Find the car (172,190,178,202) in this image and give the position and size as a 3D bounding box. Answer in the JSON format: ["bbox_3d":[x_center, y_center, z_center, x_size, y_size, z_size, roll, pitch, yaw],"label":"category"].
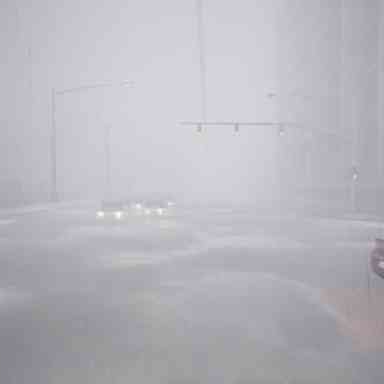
[{"bbox_3d":[-3.347,0.614,44.292,1.994,1.385,4.181,0,1,1],"label":"car"}]

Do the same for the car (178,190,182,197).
[{"bbox_3d":[-2.917,0.231,62.201,1.994,1.385,4.181,0,1,2],"label":"car"}]

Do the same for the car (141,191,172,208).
[{"bbox_3d":[-3.555,0.814,34.160,2.033,1.411,5.357,0,1,1],"label":"car"}]

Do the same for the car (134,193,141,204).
[{"bbox_3d":[-6.923,0.725,40.792,1.895,1.301,4.718,0,1,1],"label":"car"}]

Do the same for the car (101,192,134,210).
[{"bbox_3d":[-7.102,0.804,31.376,1.882,1.535,5.008,0,1,1],"label":"car"}]

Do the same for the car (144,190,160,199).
[{"bbox_3d":[-6.606,0.419,55.128,1.895,1.301,4.718,0,1,2],"label":"car"}]

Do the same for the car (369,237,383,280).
[{"bbox_3d":[6.365,1.336,6.763,5.008,1.535,1.882,0,1,1],"label":"car"}]
